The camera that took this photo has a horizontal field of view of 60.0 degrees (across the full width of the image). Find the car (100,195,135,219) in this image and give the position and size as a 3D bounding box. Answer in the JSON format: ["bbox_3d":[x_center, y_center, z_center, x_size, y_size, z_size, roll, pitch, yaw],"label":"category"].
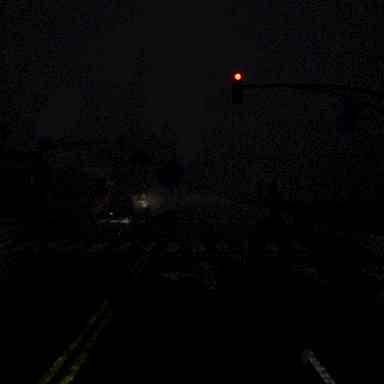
[{"bbox_3d":[-6.462,1.326,29.403,2.150,2.045,5.566,0,1,0],"label":"car"}]
